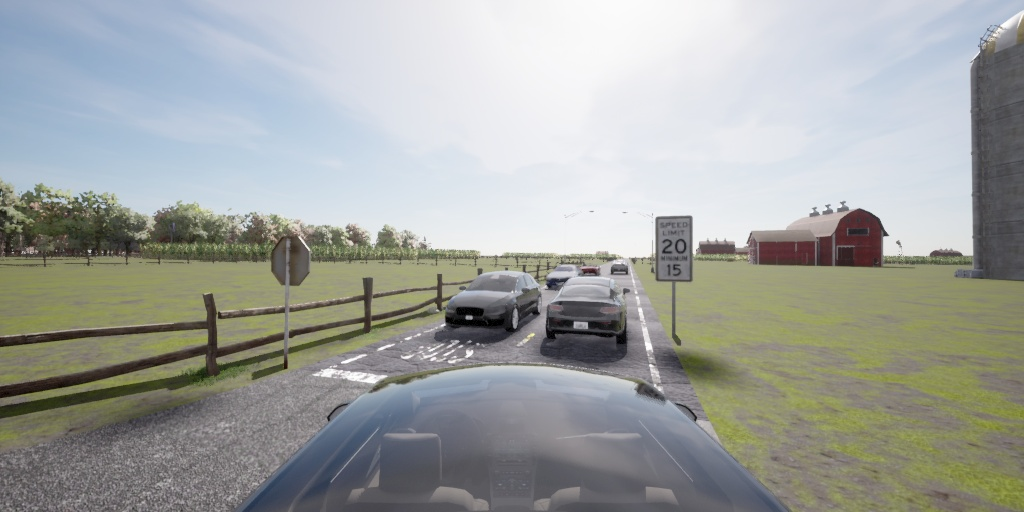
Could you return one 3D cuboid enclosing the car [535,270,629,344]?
[{"bbox_3d":[2.139,1.281,9.666,1.812,1.442,4.674,0,0,18],"label":"car"}]

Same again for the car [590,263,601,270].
[{"bbox_3d":[8.100,1.374,37.307,1.895,1.301,4.718,0,0,18],"label":"car"}]

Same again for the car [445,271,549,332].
[{"bbox_3d":[-0.340,1.260,11.117,1.837,1.490,4.892,0,0,17],"label":"car"}]

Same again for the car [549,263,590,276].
[{"bbox_3d":[3.586,1.312,23.427,2.033,1.411,5.357,0,0,18],"label":"car"}]

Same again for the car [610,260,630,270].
[{"bbox_3d":[12.333,1.268,41.052,2.128,1.511,4.902,0,0,18],"label":"car"}]
